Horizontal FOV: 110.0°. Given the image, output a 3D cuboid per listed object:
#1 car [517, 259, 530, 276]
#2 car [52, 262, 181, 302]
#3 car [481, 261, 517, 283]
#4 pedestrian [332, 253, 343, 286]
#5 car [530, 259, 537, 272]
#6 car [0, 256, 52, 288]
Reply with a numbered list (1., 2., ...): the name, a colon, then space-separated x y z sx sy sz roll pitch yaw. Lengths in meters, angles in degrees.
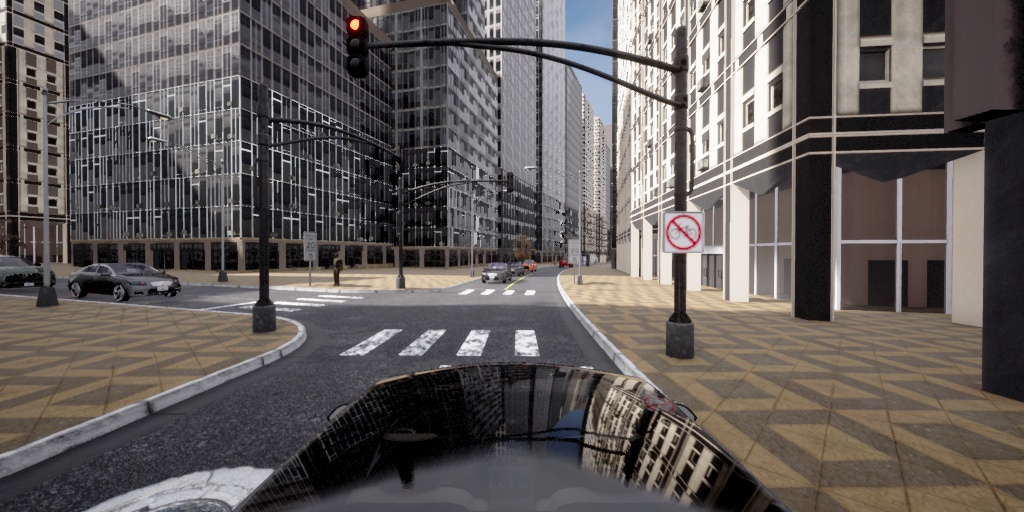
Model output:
1. car: 0.229 1.311 37.657 2.128 1.511 4.902 0 0 9
2. car: -16.666 1.039 15.440 4.902 1.511 2.128 1 1 17
3. car: -1.117 1.276 28.175 2.128 1.511 4.902 0 0 7
4. pedestrian: -9.523 0.716 19.442 0.375 1.860 0.375 0 0 16
5. car: 2.008 1.220 47.435 2.097 1.767 4.553 0 0 12
6. car: -25.665 0.771 18.066 4.553 1.767 2.097 1 1 16
